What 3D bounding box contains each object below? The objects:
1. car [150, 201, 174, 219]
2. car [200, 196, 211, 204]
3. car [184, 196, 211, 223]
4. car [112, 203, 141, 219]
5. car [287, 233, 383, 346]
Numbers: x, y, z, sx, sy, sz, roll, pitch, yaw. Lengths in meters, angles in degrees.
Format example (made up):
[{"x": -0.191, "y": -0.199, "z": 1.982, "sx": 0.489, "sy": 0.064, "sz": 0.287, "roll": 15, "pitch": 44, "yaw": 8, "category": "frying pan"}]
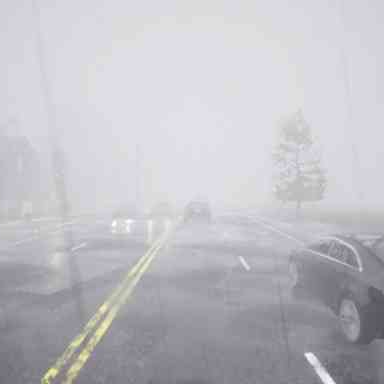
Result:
[{"x": -2.713, "y": 1.661, "z": 31.079, "sx": 1.837, "sy": 1.490, "sz": 4.892, "roll": 0, "pitch": -1, "yaw": 2, "category": "car"}, {"x": 3.058, "y": 1.751, "z": 74.115, "sx": 2.097, "sy": 1.767, "sz": 4.553, "roll": 0, "pitch": 0, "yaw": 5, "category": "car"}, {"x": 0.483, "y": 1.481, "z": 27.173, "sx": 2.097, "sy": 1.767, "sz": 4.553, "roll": 0, "pitch": 0, "yaw": 2, "category": "car"}, {"x": -5.983, "y": 1.709, "z": 30.737, "sx": 1.994, "sy": 1.385, "sz": 4.181, "roll": 0, "pitch": 0, "yaw": 2, "category": "car"}, {"x": 3.270, "y": 1.525, "z": 6.384, "sx": 2.128, "sy": 1.511, "sz": 4.902, "roll": 0, "pitch": 0, "yaw": 0, "category": "car"}]
